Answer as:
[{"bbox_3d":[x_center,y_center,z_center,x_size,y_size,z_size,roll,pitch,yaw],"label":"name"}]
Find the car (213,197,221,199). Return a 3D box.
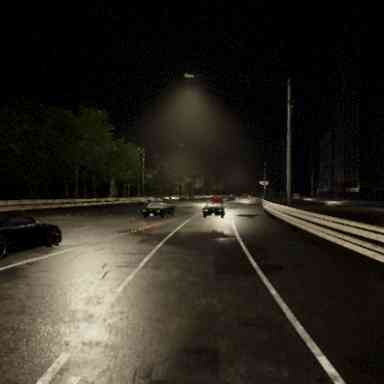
[{"bbox_3d":[4.864,1.708,64.532,1.812,1.442,4.674,1,0,12],"label":"car"}]

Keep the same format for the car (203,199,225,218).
[{"bbox_3d":[2.151,1.662,31.312,1.895,1.301,4.718,0,0,8],"label":"car"}]

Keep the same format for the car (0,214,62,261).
[{"bbox_3d":[-6.643,1.496,12.100,1.994,1.385,4.181,1,0,12],"label":"car"}]

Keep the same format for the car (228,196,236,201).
[{"bbox_3d":[11.325,1.817,94.253,1.882,1.535,5.008,1,0,12],"label":"car"}]

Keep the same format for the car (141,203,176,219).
[{"bbox_3d":[-2.848,1.610,29.394,1.895,1.301,4.718,1,0,12],"label":"car"}]
